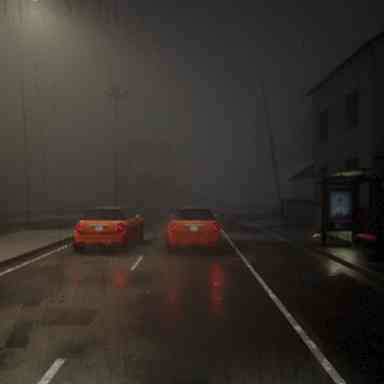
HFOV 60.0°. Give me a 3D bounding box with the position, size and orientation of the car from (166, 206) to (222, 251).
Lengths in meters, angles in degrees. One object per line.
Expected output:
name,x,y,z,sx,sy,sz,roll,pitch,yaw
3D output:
car,0.104,1.385,14.415,2.097,1.767,4.553,0,0,1

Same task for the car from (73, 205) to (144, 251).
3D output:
car,-3.395,1.385,14.420,2.097,1.767,4.553,0,0,1
